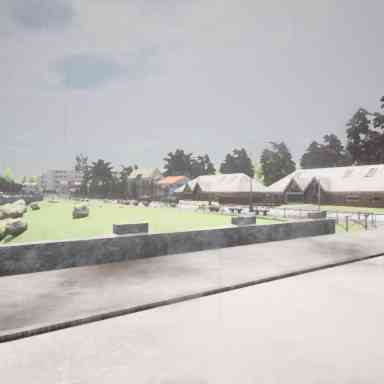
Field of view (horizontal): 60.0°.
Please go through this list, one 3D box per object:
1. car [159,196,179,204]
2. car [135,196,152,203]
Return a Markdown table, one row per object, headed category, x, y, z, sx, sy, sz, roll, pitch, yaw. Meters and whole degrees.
| category | x | y | z | sx | sy | sz | roll | pitch | yaw |
| --- | --- | --- | --- | --- | --- | --- | --- | --- | --- |
| car | -4.211 | 1.491 | 60.696 | 2.128 | 1.511 | 4.902 | 0 | 0 | -35 |
| car | -10.097 | 1.502 | 68.969 | 1.837 | 1.490 | 4.892 | 0 | 0 | -35 |
